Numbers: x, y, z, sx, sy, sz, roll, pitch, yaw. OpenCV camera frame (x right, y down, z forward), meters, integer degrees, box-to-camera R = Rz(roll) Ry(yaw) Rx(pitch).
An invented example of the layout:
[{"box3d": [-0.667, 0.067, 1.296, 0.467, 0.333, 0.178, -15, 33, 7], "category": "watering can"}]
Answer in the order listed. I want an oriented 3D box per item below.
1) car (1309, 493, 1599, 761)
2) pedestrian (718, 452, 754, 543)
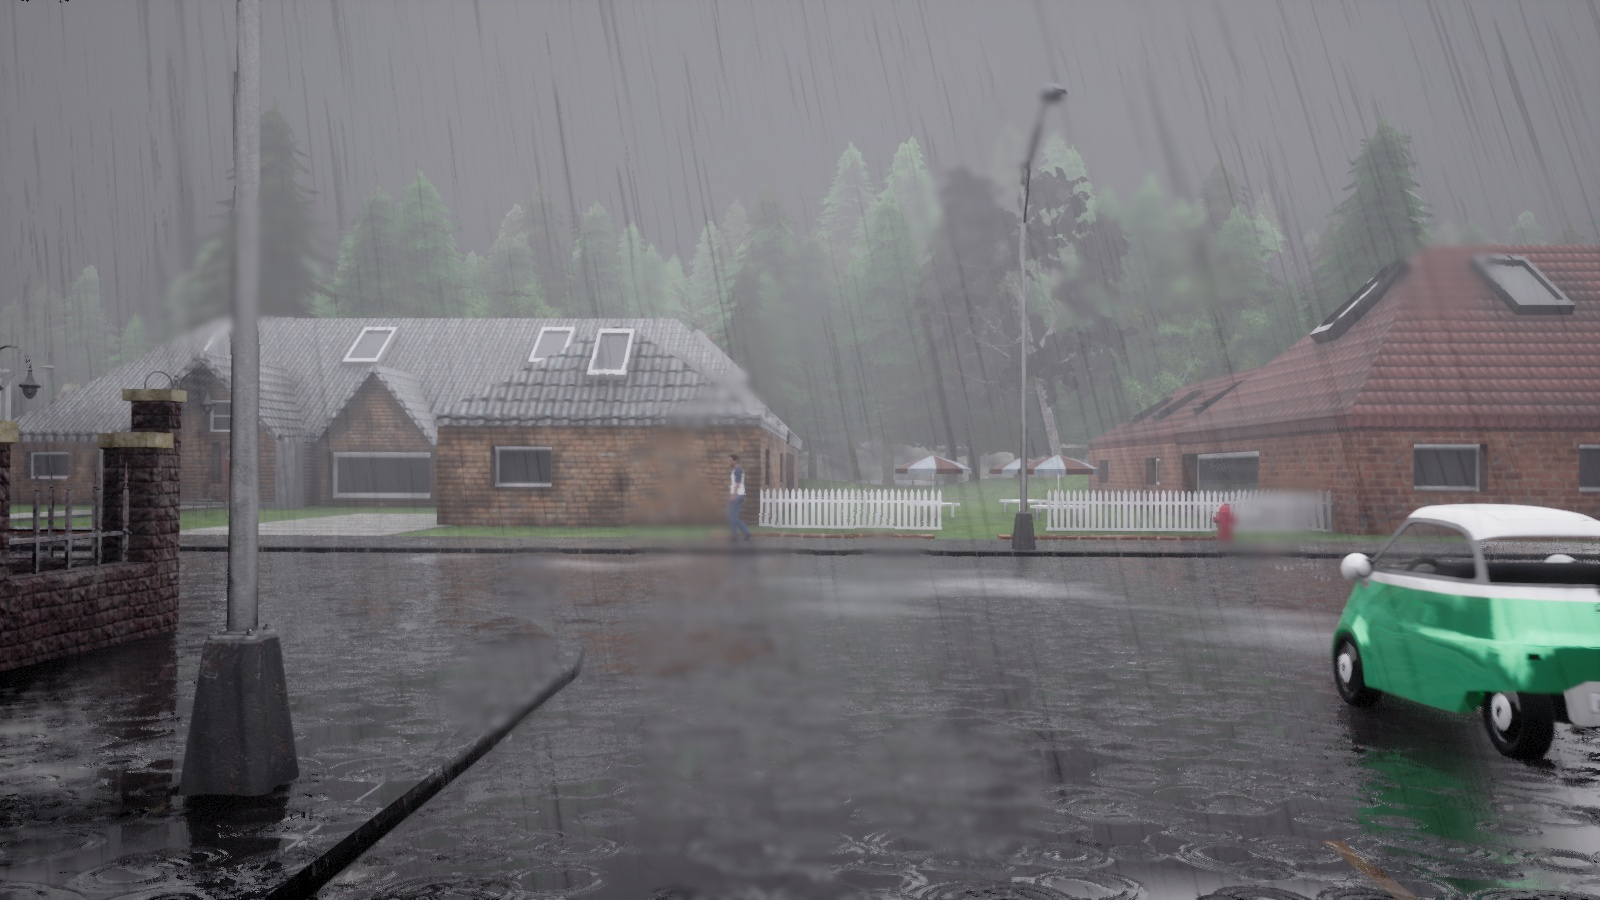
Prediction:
[{"box3d": [4.332, 0.983, 7.800, 1.481, 1.376, 2.207, 0, -1, 2], "category": "car"}, {"box3d": [-1.292, 0.953, 25.425, 0.706, 1.836, 0.354, 0, -1, 1], "category": "pedestrian"}]
